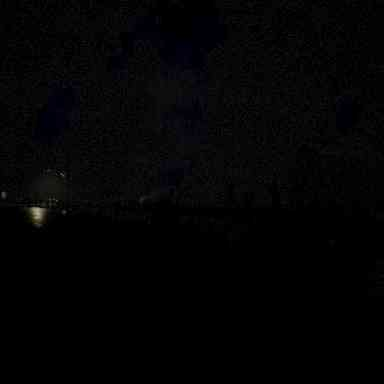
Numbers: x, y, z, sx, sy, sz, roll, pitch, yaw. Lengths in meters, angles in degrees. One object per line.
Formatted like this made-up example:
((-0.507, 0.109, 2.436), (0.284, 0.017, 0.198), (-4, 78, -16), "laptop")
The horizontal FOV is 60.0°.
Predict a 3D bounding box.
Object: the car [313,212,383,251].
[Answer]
((7.317, 1.585, 13.219), (1.882, 1.535, 5.008), (-1, 1, -35), "car")

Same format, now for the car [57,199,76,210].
((-19.039, 1.805, 50.398), (1.837, 1.490, 4.892), (-1, 0, -35), "car")
